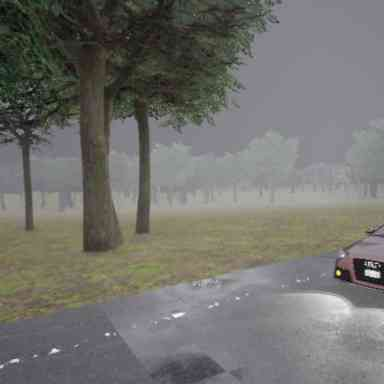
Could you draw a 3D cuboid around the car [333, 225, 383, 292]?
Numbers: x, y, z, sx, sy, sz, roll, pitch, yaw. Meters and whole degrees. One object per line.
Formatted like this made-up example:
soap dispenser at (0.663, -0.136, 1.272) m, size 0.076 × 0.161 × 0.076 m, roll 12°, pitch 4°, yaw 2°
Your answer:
car at (5.052, 1.303, 7.391) m, size 4.181 × 1.385 × 1.994 m, roll -2°, pitch 1°, yaw -34°
